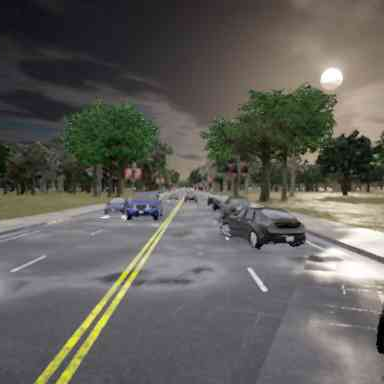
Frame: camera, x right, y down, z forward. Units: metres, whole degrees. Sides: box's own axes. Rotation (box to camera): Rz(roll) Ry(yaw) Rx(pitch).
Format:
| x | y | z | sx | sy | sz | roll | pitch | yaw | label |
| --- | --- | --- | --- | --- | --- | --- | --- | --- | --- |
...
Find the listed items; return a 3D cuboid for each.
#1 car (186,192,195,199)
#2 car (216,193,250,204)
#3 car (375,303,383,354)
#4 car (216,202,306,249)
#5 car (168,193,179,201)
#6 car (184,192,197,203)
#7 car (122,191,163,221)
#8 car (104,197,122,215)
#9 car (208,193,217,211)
| x | y | z | sx | sy | sz | roll | pitch | yaw | label |
| --- | --- | --- | --- | --- | --- | --- | --- | --- | --- |
| -0.385 | 0.776 | 77.154 | 1.994 | 1.385 | 4.181 | 0 | 1 | -1 | car |
| 3.194 | 1.113 | 24.129 | 2.097 | 1.767 | 4.553 | 0 | 1 | 0 | car |
| 3.247 | 1.409 | 2.149 | 2.033 | 1.649 | 4.856 | 0 | 1 | 0 | car |
| 2.794 | 1.367 | 13.929 | 1.837 | 1.490 | 4.892 | 1 | 1 | -15 | car |
| -3.541 | 0.888 | 64.660 | 1.837 | 1.490 | 4.892 | 0 | 1 | 0 | car |
| -0.209 | 0.807 | 55.189 | 2.097 | 1.767 | 4.553 | 0 | 0 | 0 | car |
| -3.410 | 0.978 | 24.926 | 2.150 | 2.045 | 5.566 | 0 | 0 | 0 | car |
| -6.676 | 1.225 | 30.382 | 1.812 | 1.442 | 4.674 | 0 | 1 | 0 | car |
| 3.149 | 1.156 | 35.195 | 2.163 | 1.488 | 4.792 | 0 | 1 | 0 | car |
